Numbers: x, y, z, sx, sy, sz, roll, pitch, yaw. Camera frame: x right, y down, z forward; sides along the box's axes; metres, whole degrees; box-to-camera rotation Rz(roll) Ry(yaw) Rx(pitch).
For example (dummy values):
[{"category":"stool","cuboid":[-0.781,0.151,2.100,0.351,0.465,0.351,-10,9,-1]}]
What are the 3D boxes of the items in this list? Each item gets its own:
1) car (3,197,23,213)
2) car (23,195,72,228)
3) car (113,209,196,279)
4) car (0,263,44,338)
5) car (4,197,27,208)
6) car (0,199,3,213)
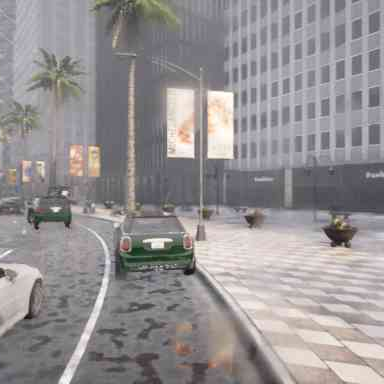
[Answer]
[{"category":"car","cuboid":[-20.334,1.507,36.592,1.837,1.490,4.892,0,0,-38]},{"category":"car","cuboid":[-9.678,1.224,22.366,2.150,2.045,5.566,0,0,-32]},{"category":"car","cuboid":[-1.353,1.355,10.391,2.097,1.767,4.553,0,0,-14]},{"category":"car","cuboid":[-3.499,1.526,4.305,1.812,1.442,4.674,0,0,-5]},{"category":"car","cuboid":[-25.773,1.485,48.478,2.231,1.521,4.892,0,0,-38]},{"category":"car","cuboid":[-16.321,1.353,25.761,2.097,1.767,4.553,0,0,-36]}]
